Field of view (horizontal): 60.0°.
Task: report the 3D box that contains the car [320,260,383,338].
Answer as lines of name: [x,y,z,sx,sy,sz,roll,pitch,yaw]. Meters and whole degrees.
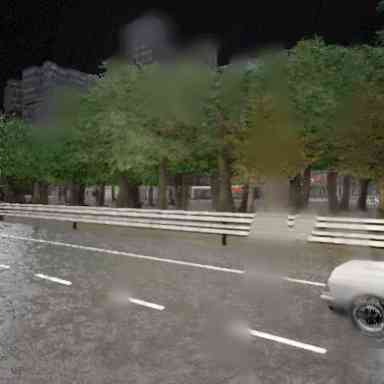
car: [4.512,1.603,4.950,4.718,1.301,1.895,0,0,35]
